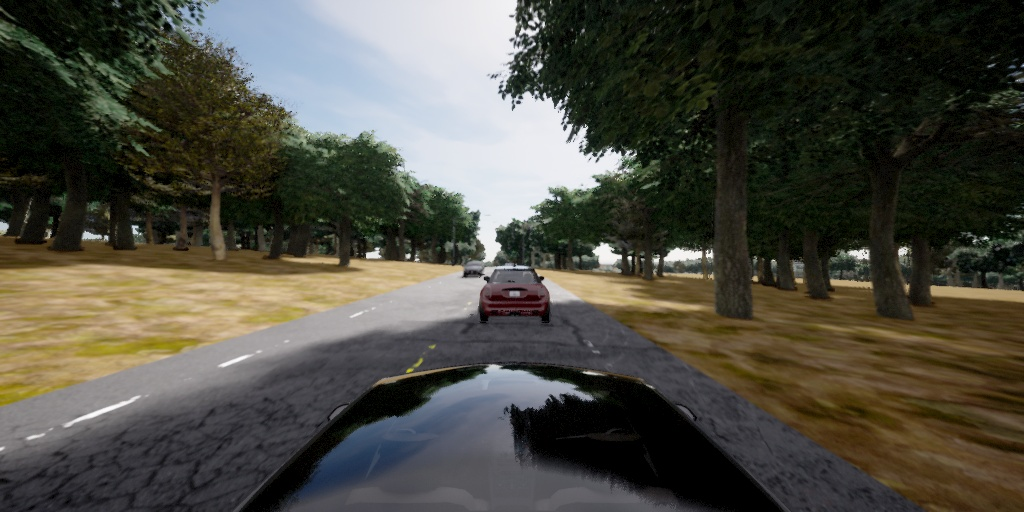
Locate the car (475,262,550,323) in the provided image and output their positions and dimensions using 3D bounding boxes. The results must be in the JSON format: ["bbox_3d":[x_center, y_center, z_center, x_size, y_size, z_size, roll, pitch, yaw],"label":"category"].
[{"bbox_3d":[0.071,1.097,12.319,2.097,1.767,4.553,0,0,0],"label":"car"}]

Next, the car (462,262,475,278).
[{"bbox_3d":[-3.703,1.299,35.274,1.837,1.490,4.892,0,-1,-1],"label":"car"}]
